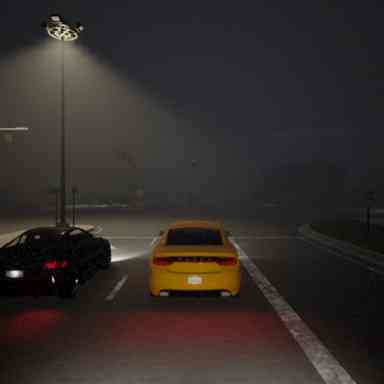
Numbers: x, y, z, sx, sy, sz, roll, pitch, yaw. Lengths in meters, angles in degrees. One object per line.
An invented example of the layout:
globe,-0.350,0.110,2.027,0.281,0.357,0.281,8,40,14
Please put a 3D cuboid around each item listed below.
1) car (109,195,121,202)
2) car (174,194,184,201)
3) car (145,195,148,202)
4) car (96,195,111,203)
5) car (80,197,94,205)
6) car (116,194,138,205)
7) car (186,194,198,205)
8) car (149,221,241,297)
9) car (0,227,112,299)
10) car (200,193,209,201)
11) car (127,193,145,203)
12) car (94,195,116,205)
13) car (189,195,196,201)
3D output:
car,-18.453,1.481,80.023,1.837,1.490,4.892,0,0,0
car,-3.449,1.496,87.435,1.812,1.442,4.674,0,0,0
car,-11.454,1.481,78.207,1.837,1.490,4.892,0,0,0
car,-18.459,1.483,69.843,1.837,1.490,4.892,0,0,0
car,-18.526,1.587,59.693,1.895,1.301,4.718,0,0,0
car,-11.540,1.533,58.915,2.033,1.411,5.357,0,0,0
car,0.033,1.512,56.406,1.812,1.442,4.674,0,0,0
car,0.070,1.476,8.610,1.882,1.535,5.008,0,0,0
car,-3.431,1.562,8.478,1.994,1.385,4.181,0,0,0
car,3.551,1.567,87.461,1.895,1.301,4.718,0,0,0
car,-11.465,1.336,68.033,2.097,1.767,4.553,0,0,0
car,-15.043,1.550,57.713,1.994,1.385,4.181,0,0,0
car,0.051,1.470,87.016,1.837,1.490,4.892,0,0,0
